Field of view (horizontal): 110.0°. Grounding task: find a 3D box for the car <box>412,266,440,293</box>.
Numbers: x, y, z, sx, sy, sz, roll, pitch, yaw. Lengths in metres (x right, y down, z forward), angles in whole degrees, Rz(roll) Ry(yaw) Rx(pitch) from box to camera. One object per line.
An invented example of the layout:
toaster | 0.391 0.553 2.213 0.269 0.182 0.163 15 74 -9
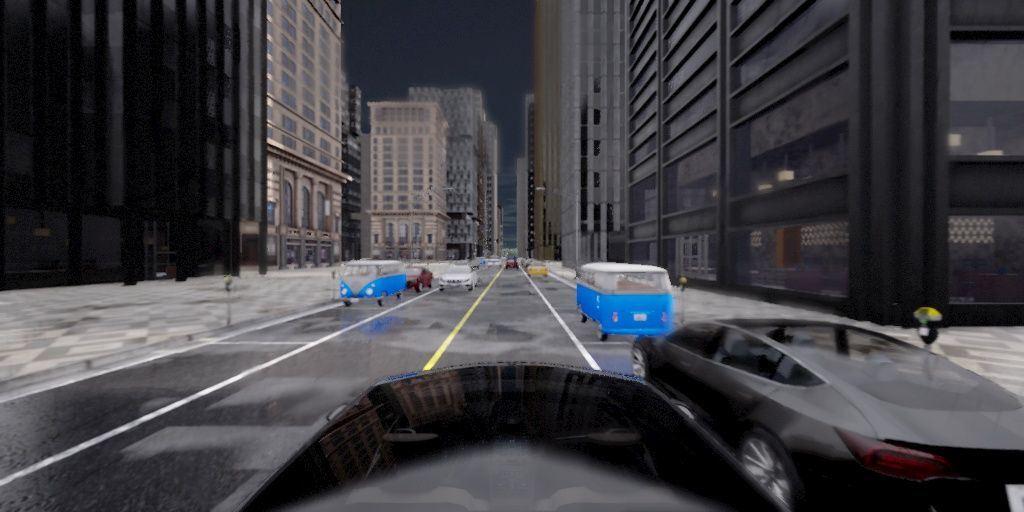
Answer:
car | -5.763 1.291 20.870 1.888 1.381 4.507 0 0 0

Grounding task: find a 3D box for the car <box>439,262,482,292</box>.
car | -3.097 1.271 21.452 1.812 1.442 4.674 0 0 0

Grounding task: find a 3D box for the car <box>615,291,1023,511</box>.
car | 2.762 1.315 3.950 1.948 1.339 4.313 0 0 0

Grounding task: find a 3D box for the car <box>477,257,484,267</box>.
car | -5.762 1.294 54.716 1.948 1.339 4.313 0 0 0

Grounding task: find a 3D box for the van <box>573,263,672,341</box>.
van | 2.763 1.089 9.591 1.690 1.789 3.998 0 0 0

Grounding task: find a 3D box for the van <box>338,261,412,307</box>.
van | -5.763 1.088 15.229 1.690 1.789 3.998 0 0 0

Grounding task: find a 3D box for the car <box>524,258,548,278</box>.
car | 2.351 1.198 34.079 1.801 1.575 5.366 0 0 0

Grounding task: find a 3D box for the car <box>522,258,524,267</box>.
car | 2.763 1.298 49.076 1.948 1.339 4.313 0 0 0

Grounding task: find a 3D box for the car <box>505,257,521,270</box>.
car | 0.005 1.207 52.884 1.882 1.535 5.008 0 0 0

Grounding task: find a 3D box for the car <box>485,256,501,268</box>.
car | -3.024 0.942 62.529 2.150 2.045 5.566 0 0 1

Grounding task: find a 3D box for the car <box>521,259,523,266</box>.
car | 2.763 1.248 60.527 1.751 1.417 4.829 0 0 0

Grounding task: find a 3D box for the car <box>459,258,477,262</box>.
car | -5.762 1.176 43.433 1.967 1.591 4.097 0 0 0
